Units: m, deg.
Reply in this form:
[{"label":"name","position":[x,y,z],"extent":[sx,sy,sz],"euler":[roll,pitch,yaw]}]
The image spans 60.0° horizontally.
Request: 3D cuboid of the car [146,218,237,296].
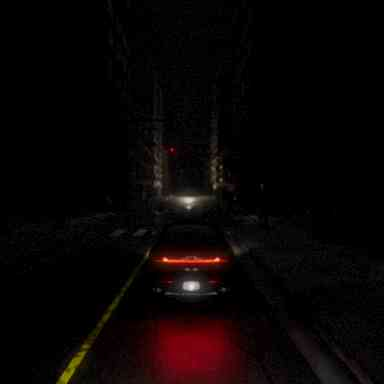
[{"label":"car","position":[-0.013,1.424,8.421],"extent":[1.837,1.490,4.892],"euler":[0,1,0]}]
